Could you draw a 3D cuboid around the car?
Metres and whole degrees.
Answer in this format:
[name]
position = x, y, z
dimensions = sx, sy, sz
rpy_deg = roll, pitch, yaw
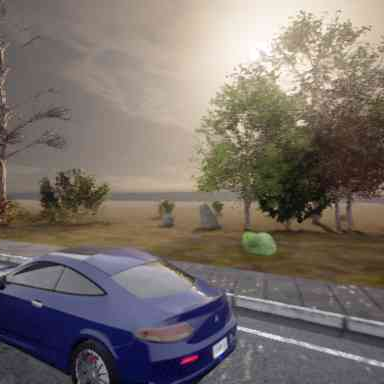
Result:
[car]
position = -1.613, 1.518, 4.882
dimensions = 4.674, 1.442, 1.812
rpy_deg = 0, 0, 34
